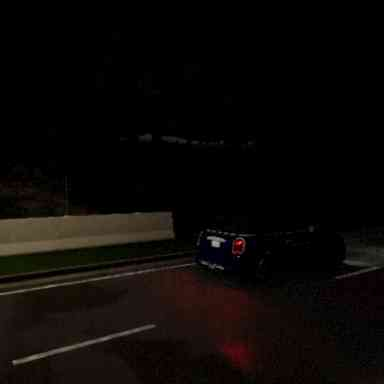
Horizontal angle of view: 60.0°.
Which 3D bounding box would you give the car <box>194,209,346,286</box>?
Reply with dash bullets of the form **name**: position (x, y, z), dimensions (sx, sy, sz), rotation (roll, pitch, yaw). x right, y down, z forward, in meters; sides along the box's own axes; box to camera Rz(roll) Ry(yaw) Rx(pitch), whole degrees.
- **car**: position (2.355, 1.308, 9.538), dimensions (4.553, 1.767, 2.097), rotation (-1, 0, -34)
